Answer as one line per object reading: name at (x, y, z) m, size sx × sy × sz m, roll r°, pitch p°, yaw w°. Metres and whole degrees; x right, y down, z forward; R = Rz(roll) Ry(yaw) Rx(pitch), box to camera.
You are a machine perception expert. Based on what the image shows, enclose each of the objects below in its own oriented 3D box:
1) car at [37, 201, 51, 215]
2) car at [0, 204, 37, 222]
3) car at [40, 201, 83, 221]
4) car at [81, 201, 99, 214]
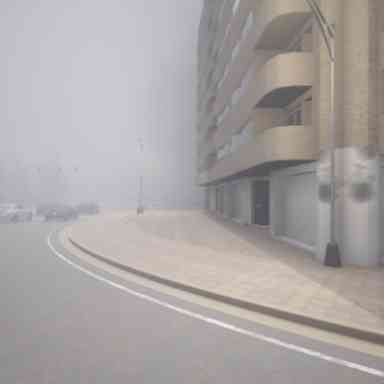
car at (-15.656, 1.775, 37.059) m, size 1.837 × 1.490 × 4.892 m, roll 0°, pitch 0°, yaw -4°
car at (-15.034, 1.706, 27.738) m, size 1.812 × 1.442 × 4.674 m, roll 0°, pitch -1°, yaw -4°
car at (-11.700, 1.789, 30.027) m, size 1.994 × 1.385 × 4.181 m, roll 0°, pitch -1°, yaw -4°
car at (-12.279, 1.789, 39.103) m, size 1.882 × 1.535 × 5.008 m, roll 0°, pitch 0°, yaw -4°
